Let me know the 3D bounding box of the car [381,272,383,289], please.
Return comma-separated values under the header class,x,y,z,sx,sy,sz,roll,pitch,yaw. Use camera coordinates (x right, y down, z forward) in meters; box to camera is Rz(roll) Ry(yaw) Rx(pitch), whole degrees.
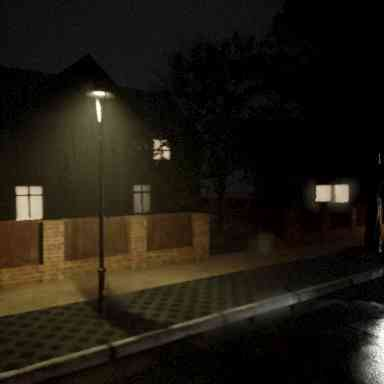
class,x,y,z,sx,sy,sz,roll,pitch,yaw
car,6.045,1.547,7.379,4.181,1.385,1.994,0,0,-35
